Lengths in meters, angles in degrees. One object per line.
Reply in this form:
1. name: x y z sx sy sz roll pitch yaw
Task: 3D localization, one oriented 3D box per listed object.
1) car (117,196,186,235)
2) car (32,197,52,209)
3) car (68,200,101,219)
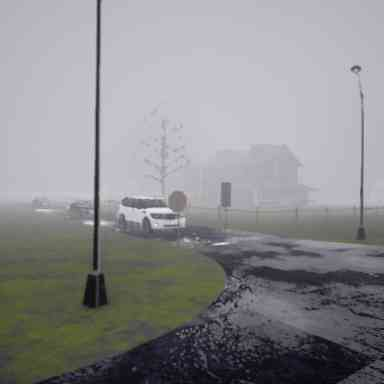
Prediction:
1. car: -2.580 1.279 19.849 2.150 2.045 5.566 1 0 -35
2. car: -20.636 1.473 45.624 2.128 1.511 4.902 1 0 -35
3. car: -9.756 1.515 30.038 2.128 1.511 4.902 1 0 -35
